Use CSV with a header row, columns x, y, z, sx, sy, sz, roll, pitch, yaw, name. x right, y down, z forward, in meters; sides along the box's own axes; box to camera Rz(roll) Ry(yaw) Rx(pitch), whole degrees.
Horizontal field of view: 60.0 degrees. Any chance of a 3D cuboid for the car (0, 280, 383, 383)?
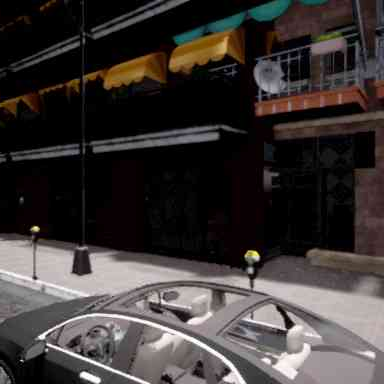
x,y,z,sx,sy,sz,roll,pitch,yaw,name
-0.265,1.547,3.062,4.403,1.369,2.008,0,0,35,car
